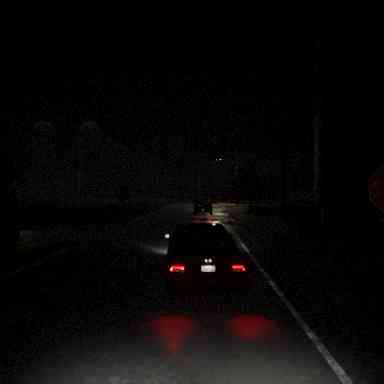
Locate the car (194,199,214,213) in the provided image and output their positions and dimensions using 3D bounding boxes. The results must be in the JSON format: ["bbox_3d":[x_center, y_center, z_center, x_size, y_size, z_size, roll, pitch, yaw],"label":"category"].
[{"bbox_3d":[1.193,1.491,34.581,2.128,1.511,4.902,0,0,3],"label":"car"}]

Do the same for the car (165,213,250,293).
[{"bbox_3d":[0.229,1.547,9.023,2.033,1.411,5.357,0,0,-2],"label":"car"}]
